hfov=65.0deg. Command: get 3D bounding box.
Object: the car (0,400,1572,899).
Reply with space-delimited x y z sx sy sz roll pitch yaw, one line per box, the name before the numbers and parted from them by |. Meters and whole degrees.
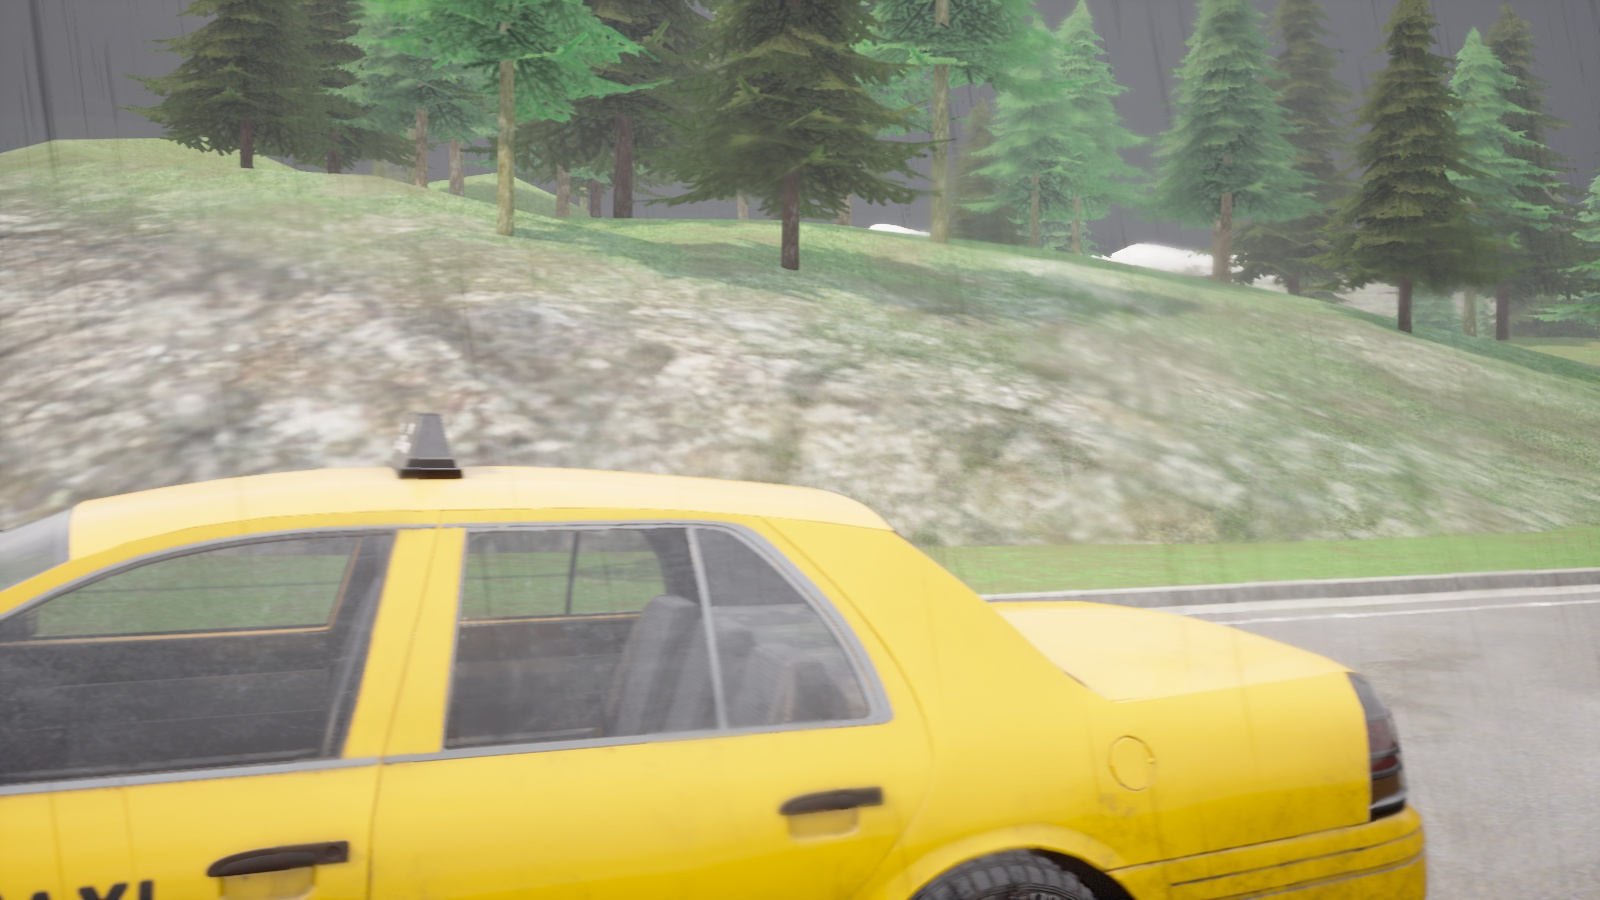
car | -1.001 0.704 2.843 5.366 1.575 1.801 -1 1 -21
